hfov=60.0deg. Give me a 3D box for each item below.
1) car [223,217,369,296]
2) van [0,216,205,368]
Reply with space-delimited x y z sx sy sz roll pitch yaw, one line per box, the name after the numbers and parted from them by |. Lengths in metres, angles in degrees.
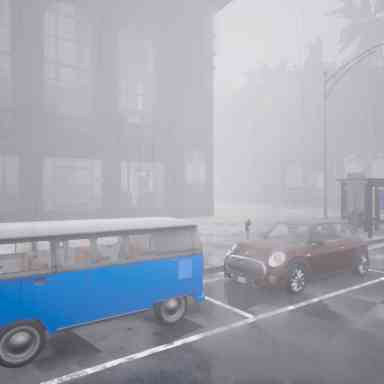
2.740 1.438 8.600 4.097 1.590 1.967 0 0 -35 | car
-1.680 1.341 5.453 3.998 1.788 1.690 0 0 -35 | van
